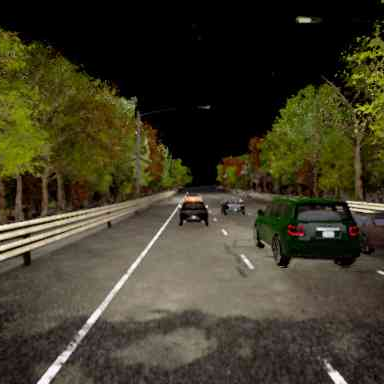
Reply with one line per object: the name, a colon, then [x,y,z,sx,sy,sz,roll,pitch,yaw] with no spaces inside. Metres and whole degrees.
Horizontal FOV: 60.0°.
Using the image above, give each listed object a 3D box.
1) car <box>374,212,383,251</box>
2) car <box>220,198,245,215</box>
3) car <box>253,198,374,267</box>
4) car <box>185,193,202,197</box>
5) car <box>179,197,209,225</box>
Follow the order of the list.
car: [7.111,1.512,13.314,2.033,1.411,5.357,0,0,0]
car: [3.626,1.267,30.201,2.128,1.511,4.902,0,1,0]
car: [3.610,1.196,11.474,2.150,2.045,5.566,0,0,0]
car: [0.136,0.915,41.717,2.097,1.767,4.553,0,1,0]
car: [0.121,1.351,22.995,1.882,1.535,5.008,0,1,0]
